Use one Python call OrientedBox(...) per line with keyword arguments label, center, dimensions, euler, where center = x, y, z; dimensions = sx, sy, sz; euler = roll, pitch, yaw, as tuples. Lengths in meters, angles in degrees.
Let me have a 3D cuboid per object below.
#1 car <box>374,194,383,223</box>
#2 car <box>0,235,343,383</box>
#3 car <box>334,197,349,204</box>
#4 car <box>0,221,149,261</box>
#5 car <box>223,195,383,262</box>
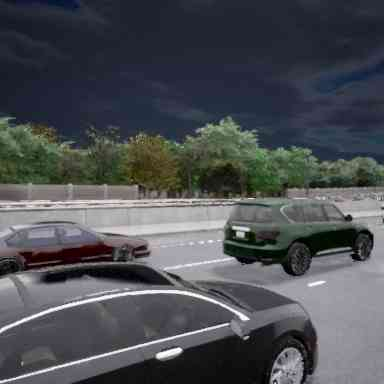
OrientedBox(label="car", center=(15.394, 1.263, 23.310), dimensions=(5.566, 2.045, 2.150), euler=(0, 0, -35))
OrientedBox(label="car", center=(-0.728, 1.508, 3.348), dimensions=(4.892, 1.490, 1.837), euler=(0, 0, -35))
OrientedBox(label="car", center=(32.370, 1.746, 71.906), dimensions=(1.994, 1.385, 4.181), euler=(1, 1, 38))
OrientedBox(label="car", center=(-3.891, 1.552, 9.568), dimensions=(5.357, 1.411, 2.033), euler=(0, 0, -35))
OrientedBox(label="car", center=(3.490, 1.236, 10.529), dimensions=(5.566, 2.045, 2.150), euler=(0, 0, -35))
